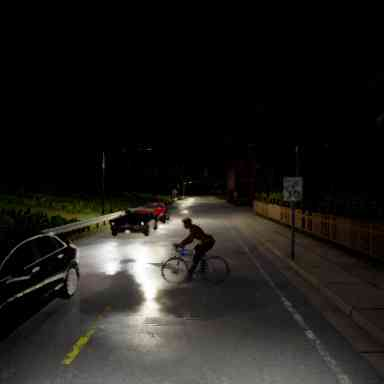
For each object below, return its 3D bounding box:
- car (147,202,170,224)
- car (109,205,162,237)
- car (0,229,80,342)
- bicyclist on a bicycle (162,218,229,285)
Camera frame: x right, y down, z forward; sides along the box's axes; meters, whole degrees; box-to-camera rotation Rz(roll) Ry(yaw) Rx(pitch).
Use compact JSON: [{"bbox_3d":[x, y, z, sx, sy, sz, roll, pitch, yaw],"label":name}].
[{"bbox_3d":[-2.739,1.527,25.158,1.812,1.442,4.674,0,0,2],"label":"car"},{"bbox_3d":[-3.038,1.599,18.253,1.895,1.301,4.718,0,0,2],"label":"car"},{"bbox_3d":[-3.473,1.500,5.647,1.837,1.490,4.892,0,1,2],"label":"car"},{"bbox_3d":[0.065,1.447,8.057,1.656,1.620,0.582,-2,0,2],"label":"bicyclist on a bicycle"}]
